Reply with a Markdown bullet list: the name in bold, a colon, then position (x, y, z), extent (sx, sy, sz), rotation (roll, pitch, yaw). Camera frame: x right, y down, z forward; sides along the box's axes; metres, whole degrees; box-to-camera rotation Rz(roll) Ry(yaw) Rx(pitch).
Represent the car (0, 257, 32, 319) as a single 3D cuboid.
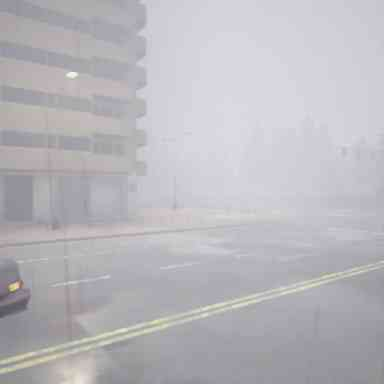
- **car**: position (-5.218, 1.553, 4.557), extent (5.357, 1.411, 2.033), rotation (0, 0, -35)
